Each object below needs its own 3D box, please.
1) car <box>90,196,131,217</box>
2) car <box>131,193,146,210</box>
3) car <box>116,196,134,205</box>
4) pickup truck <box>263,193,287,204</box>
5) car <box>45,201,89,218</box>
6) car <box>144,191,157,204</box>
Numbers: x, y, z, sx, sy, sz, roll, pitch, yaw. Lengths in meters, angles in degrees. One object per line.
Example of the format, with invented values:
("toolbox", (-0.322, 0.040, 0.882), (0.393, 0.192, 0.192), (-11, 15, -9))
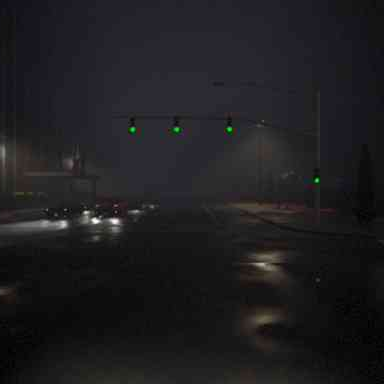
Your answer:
("car", (-7.090, 1.198, 29.545), (2.097, 1.767, 4.553), (0, 0, 0))
("car", (-7.085, 1.269, 39.894), (1.882, 1.535, 5.008), (0, 0, 0))
("car", (-10.544, 1.327, 52.469), (1.895, 1.301, 4.718), (0, 0, 0))
("pickup truck", (13.136, 0.785, 52.550), (2.390, 2.098, 6.274), (0, 0, 31))
("car", (-10.591, 1.454, 28.128), (1.895, 1.301, 4.718), (0, 0, 0))
("car", (-7.036, 0.938, 54.520), (2.150, 2.045, 5.566), (0, 0, 0))
